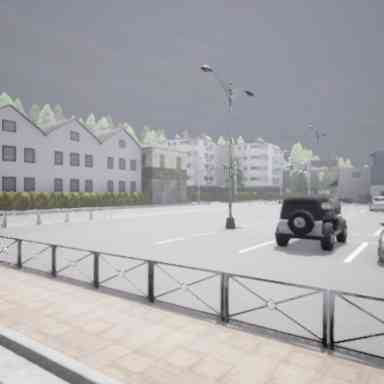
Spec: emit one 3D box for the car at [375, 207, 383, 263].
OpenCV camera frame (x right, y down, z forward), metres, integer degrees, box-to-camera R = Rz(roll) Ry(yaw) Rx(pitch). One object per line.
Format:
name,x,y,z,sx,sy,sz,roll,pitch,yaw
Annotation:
car,6.925,1.361,10.213,1.970,1.475,3.806,0,0,35

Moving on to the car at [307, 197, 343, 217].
car,11.831,1.278,29.358,2.007,1.523,4.514,0,0,35

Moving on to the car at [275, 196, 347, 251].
car,4.555,1.067,12.622,1.905,1.878,3.866,0,0,35

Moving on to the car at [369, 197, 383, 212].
car,18.878,1.223,33.025,1.970,1.475,3.806,0,0,35
